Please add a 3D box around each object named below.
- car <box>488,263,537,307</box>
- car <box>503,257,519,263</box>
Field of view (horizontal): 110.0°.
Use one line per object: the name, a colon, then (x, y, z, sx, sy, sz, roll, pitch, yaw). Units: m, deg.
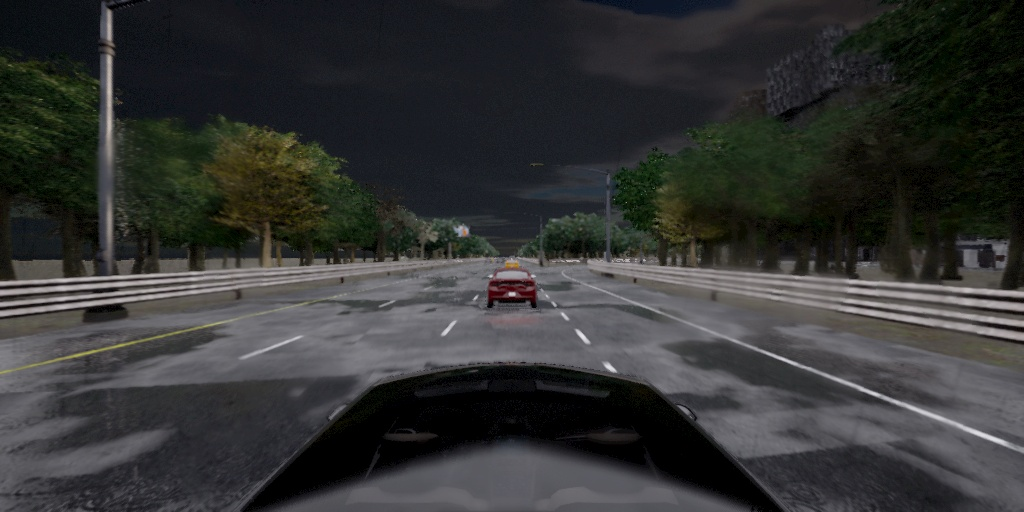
car: (0.004, 1.240, 15.555, 1.882, 1.535, 5.008, 0, 0, 0)
car: (0.014, 1.273, 51.650, 1.882, 1.535, 5.008, 0, 0, 0)
